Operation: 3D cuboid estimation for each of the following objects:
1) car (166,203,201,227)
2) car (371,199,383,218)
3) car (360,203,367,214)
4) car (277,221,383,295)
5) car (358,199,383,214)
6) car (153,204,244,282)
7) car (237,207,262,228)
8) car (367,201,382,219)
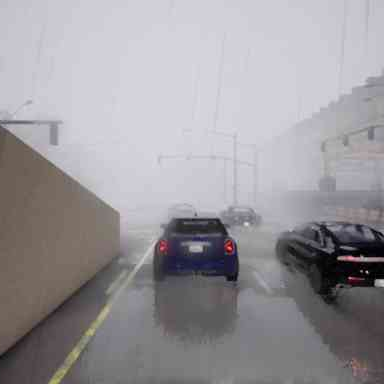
[{"bbox_3d":[-0.727,1.555,23.720,1.812,1.442,4.674,0,0,-10],"label":"car"},{"bbox_3d":[17.465,1.328,26.918,1.853,1.218,4.536,0,0,-35],"label":"car"},{"bbox_3d":[17.540,1.491,31.567,4.974,1.542,2.038,0,0,-45],"label":"car"},{"bbox_3d":[3.598,1.502,8.692,2.128,1.511,4.902,0,0,0],"label":"car"},{"bbox_3d":[17.577,1.333,31.604,4.536,1.218,1.853,0,0,-45],"label":"car"},{"bbox_3d":[0.096,1.364,9.956,2.097,1.767,4.553,0,0,0],"label":"car"},{"bbox_3d":[3.038,1.628,22.245,1.895,1.301,4.718,0,0,-6],"label":"car"},{"bbox_3d":[17.435,1.485,26.960,2.038,1.542,4.974,0,0,-35],"label":"car"}]
